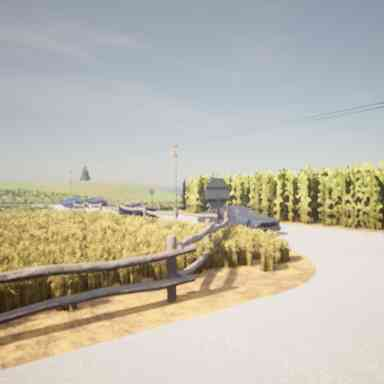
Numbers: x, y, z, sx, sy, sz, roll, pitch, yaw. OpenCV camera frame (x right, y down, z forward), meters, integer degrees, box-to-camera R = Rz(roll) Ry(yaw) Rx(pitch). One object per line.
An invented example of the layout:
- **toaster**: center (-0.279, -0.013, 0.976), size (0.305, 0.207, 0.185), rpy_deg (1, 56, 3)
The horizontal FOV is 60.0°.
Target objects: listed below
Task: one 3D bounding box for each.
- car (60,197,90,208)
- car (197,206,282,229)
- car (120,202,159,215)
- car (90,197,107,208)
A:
- **car**: center (-15.442, 1.409, 43.782), size (1.882, 1.535, 5.008), rpy_deg (0, 0, -35)
- **car**: center (2.376, 1.479, 18.406), size (2.033, 1.411, 5.357), rpy_deg (0, 0, -33)
- **car**: center (-4.716, 1.533, 28.529), size (1.895, 1.301, 4.718), rpy_deg (0, 0, -35)
- **car**: center (-13.307, 1.439, 46.474), size (1.812, 1.442, 4.674), rpy_deg (0, 0, -35)
